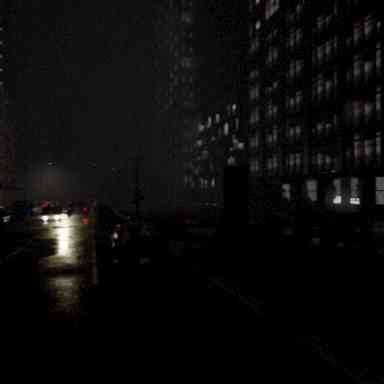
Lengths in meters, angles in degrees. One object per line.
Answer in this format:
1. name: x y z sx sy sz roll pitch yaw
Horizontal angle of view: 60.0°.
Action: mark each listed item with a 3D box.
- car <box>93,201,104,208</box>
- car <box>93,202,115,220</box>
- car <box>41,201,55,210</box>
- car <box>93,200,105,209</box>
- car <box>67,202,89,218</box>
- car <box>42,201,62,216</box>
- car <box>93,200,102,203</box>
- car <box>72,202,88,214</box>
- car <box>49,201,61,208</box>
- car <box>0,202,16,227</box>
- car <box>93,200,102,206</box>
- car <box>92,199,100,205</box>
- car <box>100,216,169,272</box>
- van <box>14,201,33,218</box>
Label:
1. car: -18.438 2.413 65.230 1.947 1.339 4.313 0 -1 -17
2. car: -8.613 1.997 32.834 1.947 1.339 4.313 0 -1 -17
3. car: -24.820 2.336 57.400 1.802 1.307 4.206 0 -1 -17
4. car: -16.801 2.218 59.832 1.967 1.590 4.097 0 -1 -17
5. car: -12.551 1.836 36.766 2.097 1.767 4.553 0 -1 -16
6. car: -16.670 2.091 39.821 1.994 1.385 4.181 0 -1 -17
7. car: -13.525 2.205 49.032 1.947 1.339 4.313 0 -1 -17
8. car: -15.508 2.155 46.327 2.033 1.411 5.357 0 -1 -17
9. car: -28.095 2.458 68.196 1.947 1.339 4.313 0 -1 -17
10. car: -15.000 1.778 25.012 1.967 1.590 4.097 0 -1 -17
11. car: -21.712 2.550 76.030 1.947 1.339 4.313 0 -1 -17
12. car: -24.988 2.666 86.829 1.887 1.381 4.507 0 -1 -17
13. car: -1.941 1.700 11.276 2.008 1.369 4.403 0 -1 -17
14. van: -18.276 1.818 35.809 1.690 1.788 3.998 0 -1 -17
